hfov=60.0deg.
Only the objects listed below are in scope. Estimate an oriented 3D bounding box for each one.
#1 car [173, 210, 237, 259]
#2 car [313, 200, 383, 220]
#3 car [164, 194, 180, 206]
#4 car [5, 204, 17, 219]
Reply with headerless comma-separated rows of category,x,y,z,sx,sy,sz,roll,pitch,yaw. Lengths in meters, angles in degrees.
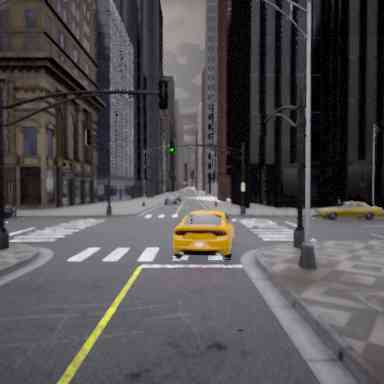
car,0.615,1.418,12.455,1.882,1.535,5.008,0,0,9
car,11.568,1.304,24.703,4.829,1.417,1.752,0,1,0
car,-3.122,1.272,49.705,1.812,1.442,4.674,0,0,0
car,-15.352,1.411,24.591,4.403,1.369,2.008,0,1,0
